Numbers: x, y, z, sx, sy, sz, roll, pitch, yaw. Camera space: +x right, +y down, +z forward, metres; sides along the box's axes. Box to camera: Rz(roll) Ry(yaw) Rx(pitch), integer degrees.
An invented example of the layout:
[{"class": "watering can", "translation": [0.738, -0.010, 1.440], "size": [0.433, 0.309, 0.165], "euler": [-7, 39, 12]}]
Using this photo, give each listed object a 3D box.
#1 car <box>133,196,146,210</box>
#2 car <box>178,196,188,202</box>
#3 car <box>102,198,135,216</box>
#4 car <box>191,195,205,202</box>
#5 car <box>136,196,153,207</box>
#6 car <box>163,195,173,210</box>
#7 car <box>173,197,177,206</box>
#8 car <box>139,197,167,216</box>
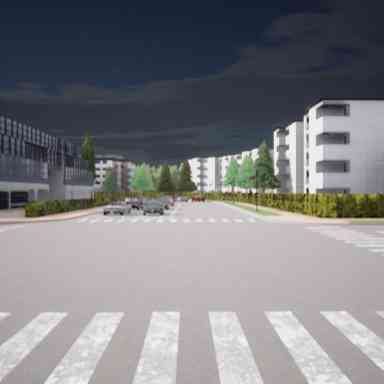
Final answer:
[{"class": "car", "translation": [-7.334, 1.527, 42.282], "size": [2.033, 1.411, 5.357], "euler": [0, 0, 0]}, {"class": "car", "translation": [-2.382, 1.559, 73.572], "size": [1.895, 1.301, 4.718], "euler": [0, 0, -17]}, {"class": "car", "translation": [-7.291, 1.585, 32.631], "size": [1.895, 1.301, 4.718], "euler": [0, 0, 1]}, {"class": "car", "translation": [1.272, 1.442, 73.513], "size": [1.882, 1.535, 5.008], "euler": [0, 0, -17]}, {"class": "car", "translation": [-7.419, 1.465, 52.518], "size": [2.128, 1.511, 4.902], "euler": [0, 0, 0]}, {"class": "car", "translation": [-3.830, 1.484, 42.045], "size": [1.837, 1.490, 4.892], "euler": [0, 0, 0]}, {"class": "car", "translation": [-3.893, 1.326, 52.034], "size": [2.097, 1.767, 4.553], "euler": [0, 0, 0]}, {"class": "car", "translation": [-3.706, 1.489, 32.640], "size": [1.837, 1.490, 4.892], "euler": [0, 0, -2]}]
